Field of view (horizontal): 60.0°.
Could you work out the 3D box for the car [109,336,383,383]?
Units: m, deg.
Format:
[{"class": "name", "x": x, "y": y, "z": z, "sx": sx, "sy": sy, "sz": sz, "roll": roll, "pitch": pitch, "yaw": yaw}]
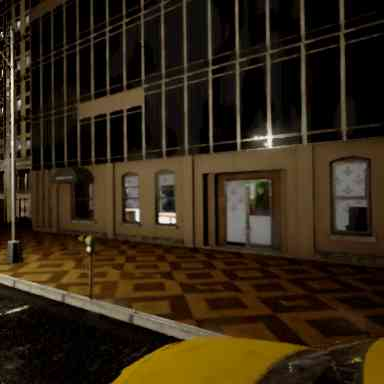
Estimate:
[{"class": "car", "x": 1.385, "y": 1.524, "z": 1.891, "sx": 4.829, "sy": 1.417, "sz": 1.752, "roll": -1, "pitch": -1, "yaw": 36}]
